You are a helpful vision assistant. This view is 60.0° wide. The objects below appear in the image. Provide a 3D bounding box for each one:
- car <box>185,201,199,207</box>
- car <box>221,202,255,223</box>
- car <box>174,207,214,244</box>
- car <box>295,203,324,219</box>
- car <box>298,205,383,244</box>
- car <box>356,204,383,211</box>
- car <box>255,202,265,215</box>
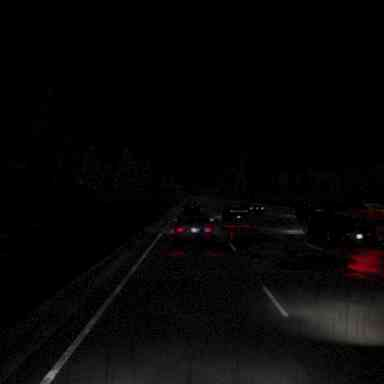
[{"bbox_3d":[0.001,1.909,44.677,1.994,1.385,4.181,0,0,0],"label":"car"},{"bbox_3d":[3.581,1.708,27.891,2.128,1.511,4.902,0,0,0],"label":"car"},{"bbox_3d":[0.093,1.675,16.457,2.033,1.411,5.357,0,0,0],"label":"car"},{"bbox_3d":[10.579,1.718,29.187,2.128,1.511,4.902,0,0,0],"label":"car"},{"bbox_3d":[7.093,1.634,16.514,1.837,1.490,4.892,0,0,0],"label":"car"},{"bbox_3d":[14.084,1.683,26.527,1.882,1.535,5.008,0,0,0],"label":"car"},{"bbox_3d":[7.037,1.846,38.555,2.033,1.411,5.357,0,0,0],"label":"car"}]
